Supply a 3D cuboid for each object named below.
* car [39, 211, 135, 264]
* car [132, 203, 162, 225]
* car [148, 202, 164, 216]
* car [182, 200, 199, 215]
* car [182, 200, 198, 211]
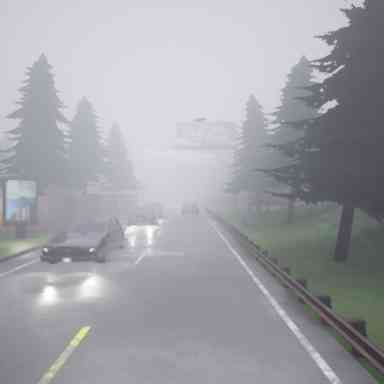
[{"bbox_3d":[-3.688,1.648,12.443,2.033,1.411,5.357,0,0,0],"label":"car"},{"bbox_3d":[-3.703,1.772,25.956,1.994,1.385,4.181,0,-1,0],"label":"car"},{"bbox_3d":[-3.797,1.768,32.822,1.837,1.490,4.892,0,0,0],"label":"car"},{"bbox_3d":[-0.188,1.867,37.957,1.994,1.385,4.181,0,0,-1],"label":"car"},{"bbox_3d":[-0.272,1.875,47.962,2.128,1.511,4.902,0,0,0],"label":"car"}]
